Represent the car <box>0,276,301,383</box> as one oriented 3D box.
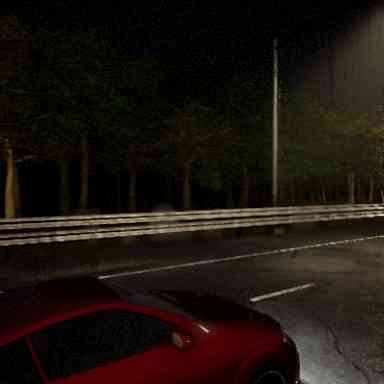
[{"bbox_3d":[-0.904,1.557,3.114,4.181,1.385,1.994,0,0,-35],"label":"car"}]
